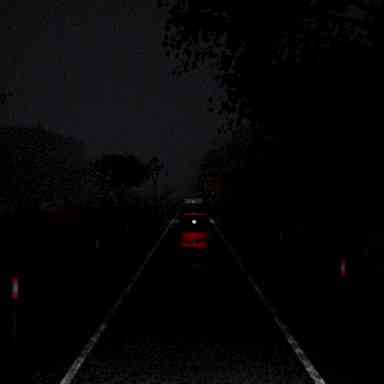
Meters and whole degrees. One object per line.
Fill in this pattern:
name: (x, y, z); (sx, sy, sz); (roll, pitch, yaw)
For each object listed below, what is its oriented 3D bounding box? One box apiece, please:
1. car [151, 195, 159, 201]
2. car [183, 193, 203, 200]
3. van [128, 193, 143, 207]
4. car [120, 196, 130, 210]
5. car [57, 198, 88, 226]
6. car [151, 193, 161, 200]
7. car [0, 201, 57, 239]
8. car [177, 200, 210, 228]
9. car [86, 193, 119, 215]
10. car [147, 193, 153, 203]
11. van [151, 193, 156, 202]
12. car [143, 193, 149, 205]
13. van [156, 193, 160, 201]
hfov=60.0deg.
car: (-9.756, 1.532, 88.546); (2.002, 1.452, 4.674); (1, -1, -5)
car: (0.151, 1.176, 40.256); (2.150, 2.045, 5.566); (0, 0, 0)
van: (-9.010, 1.190, 49.649); (1.878, 1.987, 4.442); (0, 0, 2)
car: (-9.005, 1.425, 38.677); (2.002, 1.452, 4.674); (0, 0, 0)
car: (-9.007, 1.329, 22.048); (2.097, 1.535, 5.008); (0, 0, 2)
car: (-10.273, 1.249, 94.084); (2.435, 2.045, 5.566); (1, -1, -9)
car: (-9.006, 1.332, 16.500); (2.097, 1.535, 5.008); (0, 0, 2)
car: (0.128, 1.471, 21.636); (1.837, 1.490, 4.892); (0, 0, 0)
car: (-9.005, 1.130, 31.933); (2.435, 2.045, 5.566); (0, 0, 1)
car: (-9.002, 1.455, 60.845); (2.163, 1.488, 4.792); (0, -1, -2)
van: (-9.004, 1.217, 67.358); (1.878, 1.987, 4.442); (0, -1, -2)
car: (-9.004, 1.410, 55.334); (2.231, 1.521, 4.892); (0, -1, -2)
van: (-9.157, 1.241, 77.308); (1.878, 1.987, 4.442); (0, -1, -2)
